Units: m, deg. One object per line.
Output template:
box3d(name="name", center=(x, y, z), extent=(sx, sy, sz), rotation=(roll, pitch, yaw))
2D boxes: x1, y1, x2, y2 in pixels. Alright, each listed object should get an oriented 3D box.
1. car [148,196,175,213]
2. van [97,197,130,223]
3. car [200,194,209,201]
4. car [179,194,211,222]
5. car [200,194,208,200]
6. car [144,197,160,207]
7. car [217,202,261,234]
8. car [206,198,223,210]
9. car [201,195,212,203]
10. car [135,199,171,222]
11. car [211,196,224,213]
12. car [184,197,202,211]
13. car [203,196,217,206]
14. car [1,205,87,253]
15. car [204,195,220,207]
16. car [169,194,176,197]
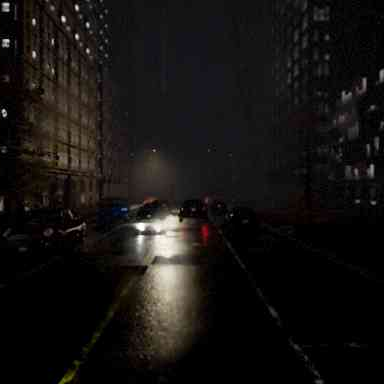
box3d(name="car", center=(-2.941, 1.426, 31.629), extent=(1.812, 1.442, 4.674), rotation=(0, 0, 0))
box3d(name="van", center=(-5.656, 1.255, 24.457), extent=(1.690, 1.788, 3.998), rotation=(-1, 0, 0))
box3d(name="car", center=(2.825, 1.275, 75.219), extent=(1.887, 1.381, 4.507), rotation=(-1, 0, 0))
box3d(name="car", center=(0.113, 1.262, 25.702), extent=(2.097, 1.767, 4.553), rotation=(0, 0, 0))
box3d(name="car", center=(2.836, 1.233, 81.032), extent=(1.752, 1.417, 4.829), rotation=(-1, 0, 0))
box3d(name="car", center=(-5.609, 1.414, 47.023), extent=(1.802, 1.307, 4.206), rotation=(-1, 0, 0))
box3d(name="car", center=(2.717, 1.502, 18.793), extent=(1.947, 1.339, 4.313), rotation=(-1, 0, 0))
box3d(name="car", center=(2.760, 1.437, 41.363), extent=(1.802, 1.307, 4.206), rotation=(-1, 0, 0))
box3d(name="car", center=(2.804, 1.338, 63.934), extent=(1.947, 1.339, 4.313), rotation=(-1, 0, 0))
box3d(name="car", center=(-2.977, 1.477, 25.095), extent=(1.994, 1.385, 4.181), rotation=(0, 0, 1))
box3d(name="car", center=(2.750, 1.442, 35.721), extent=(1.947, 1.339, 4.313), rotation=(-1, 0, 0))
box3d(name="car", center=(0.127, 1.409, 39.535), extent=(2.033, 1.411, 5.357), rotation=(0, 0, 1))
box3d(name="car", center=(2.782, 1.380, 52.648), extent=(1.947, 1.339, 4.313), rotation=(-1, 0, 0))
box3d(name="car", center=(-5.676, 1.394, 13.175), extent=(1.967, 1.590, 4.097), rotation=(-1, 0, 0))
box3d(name="car", center=(2.770, 1.275, 47.005), extent=(1.967, 1.590, 4.097), rotation=(-1, 0, 0))
box3d(name="car", center=(-5.523, 1.213, 92.153), extent=(2.008, 1.369, 4.403), rotation=(-1, 0, 0))
